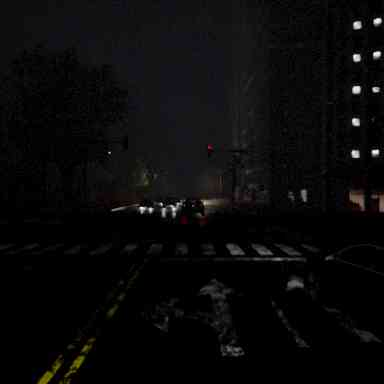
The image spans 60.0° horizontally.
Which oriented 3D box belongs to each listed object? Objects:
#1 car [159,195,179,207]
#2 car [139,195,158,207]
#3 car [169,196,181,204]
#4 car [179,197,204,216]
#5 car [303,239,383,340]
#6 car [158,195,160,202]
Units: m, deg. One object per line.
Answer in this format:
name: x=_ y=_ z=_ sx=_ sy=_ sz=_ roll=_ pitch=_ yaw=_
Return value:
car: x=-3.331 y=1.442 z=49.595 sx=1.837 sy=1.490 sz=4.892 roll=0 pitch=0 yaw=0
car: x=-6.583 y=1.501 z=49.420 sx=1.994 sy=1.385 sz=4.181 roll=0 pitch=0 yaw=0
car: x=-3.278 y=1.493 z=64.979 sx=1.994 sy=1.385 sz=4.181 roll=0 pitch=0 yaw=0
car: x=0.100 y=1.299 z=32.349 sx=2.097 sy=1.767 sz=4.553 roll=0 pitch=0 yaw=0
car: x=3.397 y=1.482 z=5.252 sx=2.128 sy=1.511 sz=4.902 roll=0 pitch=0 yaw=-4
car: x=-6.522 y=1.408 z=65.541 sx=1.882 sy=1.535 sz=5.008 roll=0 pitch=0 yaw=0
